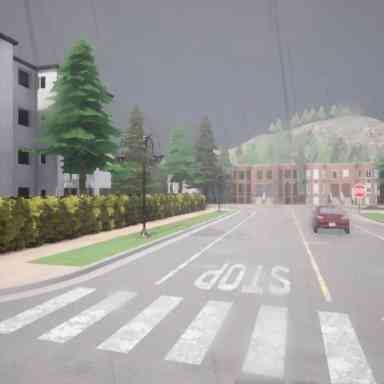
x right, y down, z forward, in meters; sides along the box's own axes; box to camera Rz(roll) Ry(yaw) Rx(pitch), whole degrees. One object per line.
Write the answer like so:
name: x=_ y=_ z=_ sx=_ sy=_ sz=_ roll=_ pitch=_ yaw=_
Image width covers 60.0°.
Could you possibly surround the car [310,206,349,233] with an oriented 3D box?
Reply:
car: x=7.991 y=1.524 z=19.507 sx=1.812 sy=1.442 sz=4.674 roll=0 pitch=0 yaw=17
